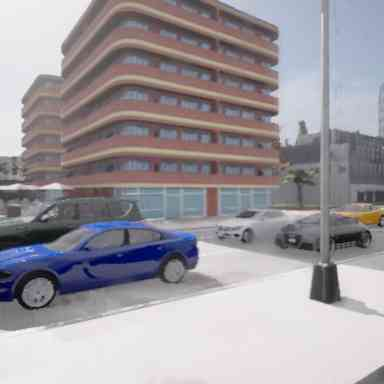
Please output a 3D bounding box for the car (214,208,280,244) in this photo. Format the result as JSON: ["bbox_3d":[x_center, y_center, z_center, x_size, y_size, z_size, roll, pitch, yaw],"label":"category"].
[{"bbox_3d":[3.195,1.518,15.977,4.674,1.442,1.812,0,0,-36],"label":"car"}]

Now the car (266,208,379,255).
[{"bbox_3d":[5.227,1.556,13.128,4.181,1.385,1.994,0,0,-36],"label":"car"}]

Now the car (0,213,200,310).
[{"bbox_3d":[-2.137,1.476,7.991,5.008,1.535,1.882,0,0,-35],"label":"car"}]

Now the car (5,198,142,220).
[{"bbox_3d":[-4.154,1.221,10.851,5.566,2.045,2.150,0,0,-35],"label":"car"}]

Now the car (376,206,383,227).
[{"bbox_3d":[12.506,1.464,18.347,5.008,1.535,1.882,0,0,-35],"label":"car"}]

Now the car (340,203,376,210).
[{"bbox_3d":[10.475,1.463,21.197,5.008,1.535,1.882,0,0,-35],"label":"car"}]
